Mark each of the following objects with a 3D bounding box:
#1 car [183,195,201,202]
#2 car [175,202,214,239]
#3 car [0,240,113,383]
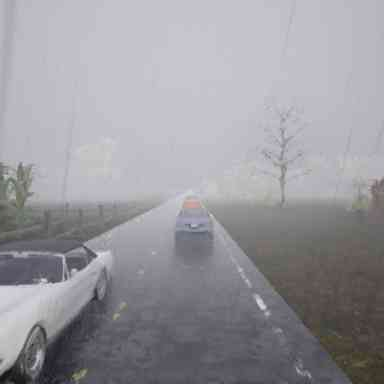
[{"bbox_3d":[0.027,1.166,38.834,2.097,1.767,4.553,0,0,0],"label":"car"},{"bbox_3d":[0.096,1.472,16.761,2.033,1.411,5.357,0,0,0],"label":"car"},{"bbox_3d":[-2.752,1.577,5.472,1.895,1.301,4.718,0,0,0],"label":"car"}]
